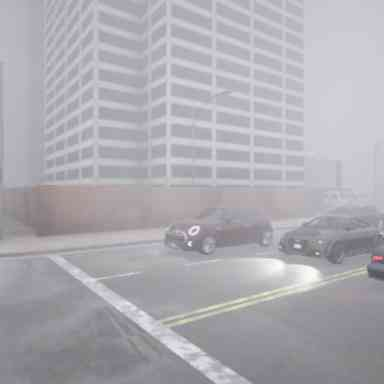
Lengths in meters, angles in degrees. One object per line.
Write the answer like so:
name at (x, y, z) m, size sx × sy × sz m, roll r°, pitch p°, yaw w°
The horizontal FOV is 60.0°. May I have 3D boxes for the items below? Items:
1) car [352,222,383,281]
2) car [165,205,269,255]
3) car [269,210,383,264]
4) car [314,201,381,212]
car at (6.524, 1.542, 8.399) m, size 5.357 × 1.411 × 2.033 m, roll 0°, pitch 0°, yaw -35°
car at (1.146, 1.349, 13.402) m, size 4.553 × 1.767 × 2.097 m, roll 0°, pitch 0°, yaw -36°
car at (5.026, 1.559, 11.868) m, size 4.181 × 1.385 × 1.994 m, roll 0°, pitch 0°, yaw -35°
car at (9.255, 1.497, 19.159) m, size 4.892 × 1.490 × 1.837 m, roll 0°, pitch 0°, yaw -35°
